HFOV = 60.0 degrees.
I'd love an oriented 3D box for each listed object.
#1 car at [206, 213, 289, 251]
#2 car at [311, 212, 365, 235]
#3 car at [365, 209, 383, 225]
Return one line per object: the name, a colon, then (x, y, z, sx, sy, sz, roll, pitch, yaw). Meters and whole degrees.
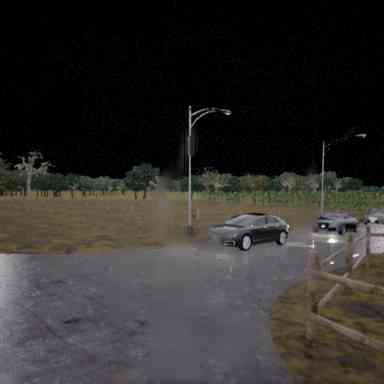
car: (2.765, 1.774, 15.737, 4.892, 1.490, 1.837, 2, 0, -44)
car: (9.833, 2.064, 22.754, 4.181, 1.385, 1.994, 2, 0, -45)
car: (17.069, 2.249, 29.971, 4.902, 1.511, 2.128, 2, -1, -45)
